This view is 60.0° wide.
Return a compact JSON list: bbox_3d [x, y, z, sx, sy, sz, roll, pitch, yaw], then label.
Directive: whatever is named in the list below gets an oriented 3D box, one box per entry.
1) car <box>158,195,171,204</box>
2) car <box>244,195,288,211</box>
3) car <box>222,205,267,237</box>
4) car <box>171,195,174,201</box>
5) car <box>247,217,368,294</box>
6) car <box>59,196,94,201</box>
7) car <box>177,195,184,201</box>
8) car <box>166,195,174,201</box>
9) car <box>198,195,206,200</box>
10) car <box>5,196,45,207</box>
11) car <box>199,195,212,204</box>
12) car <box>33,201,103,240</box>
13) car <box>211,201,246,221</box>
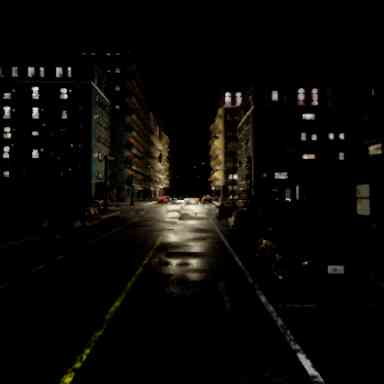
[{"bbox_3d":[-5.757,1.514,65.313,1.887,1.381,4.507,0,0,0],"label":"car"},{"bbox_3d":[9.487,1.410,42.981,5.566,2.045,2.150,1,0,-1],"label":"car"},{"bbox_3d":[2.832,1.569,17.616,1.802,1.307,4.206,0,0,0],"label":"car"},{"bbox_3d":[-5.664,1.521,75.416,2.008,1.369,4.403,0,0,0],"label":"car"},{"bbox_3d":[2.830,1.559,8.615,1.947,1.339,4.313,0,0,0],"label":"car"},{"bbox_3d":[-14.405,1.283,42.759,5.357,1.411,2.033,1,0,0],"label":"car"},{"bbox_3d":[-2.977,1.498,86.651,2.128,1.511,4.902,0,0,0],"label":"car"},{"bbox_3d":[-5.661,1.538,86.746,1.947,1.339,4.313,0,0,0],"label":"car"},{"bbox_3d":[2.720,1.519,92.408,1.887,1.381,4.507,0,0,0],"label":"car"},{"bbox_3d":[-19.985,1.135,39.960,4.507,1.381,1.887,1,-2,0],"label":"car"},{"bbox_3d":[2.826,1.410,64.089,1.967,1.590,4.097,0,0,0],"label":"car"},{"bbox_3d":[-5.807,1.427,16.518,1.967,1.590,4.097,1,0,0],"label":"car"},{"bbox_3d":[2.834,1.526,26.618,1.887,1.381,4.507,0,0,0],"label":"car"}]
